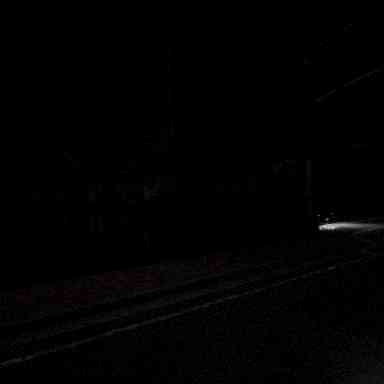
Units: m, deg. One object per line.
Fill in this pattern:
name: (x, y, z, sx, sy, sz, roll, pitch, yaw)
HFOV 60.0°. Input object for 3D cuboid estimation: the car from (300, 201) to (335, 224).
car: (6.321, 1.237, 21.529, 2.033, 1.411, 5.357, -2, 1, -36)
